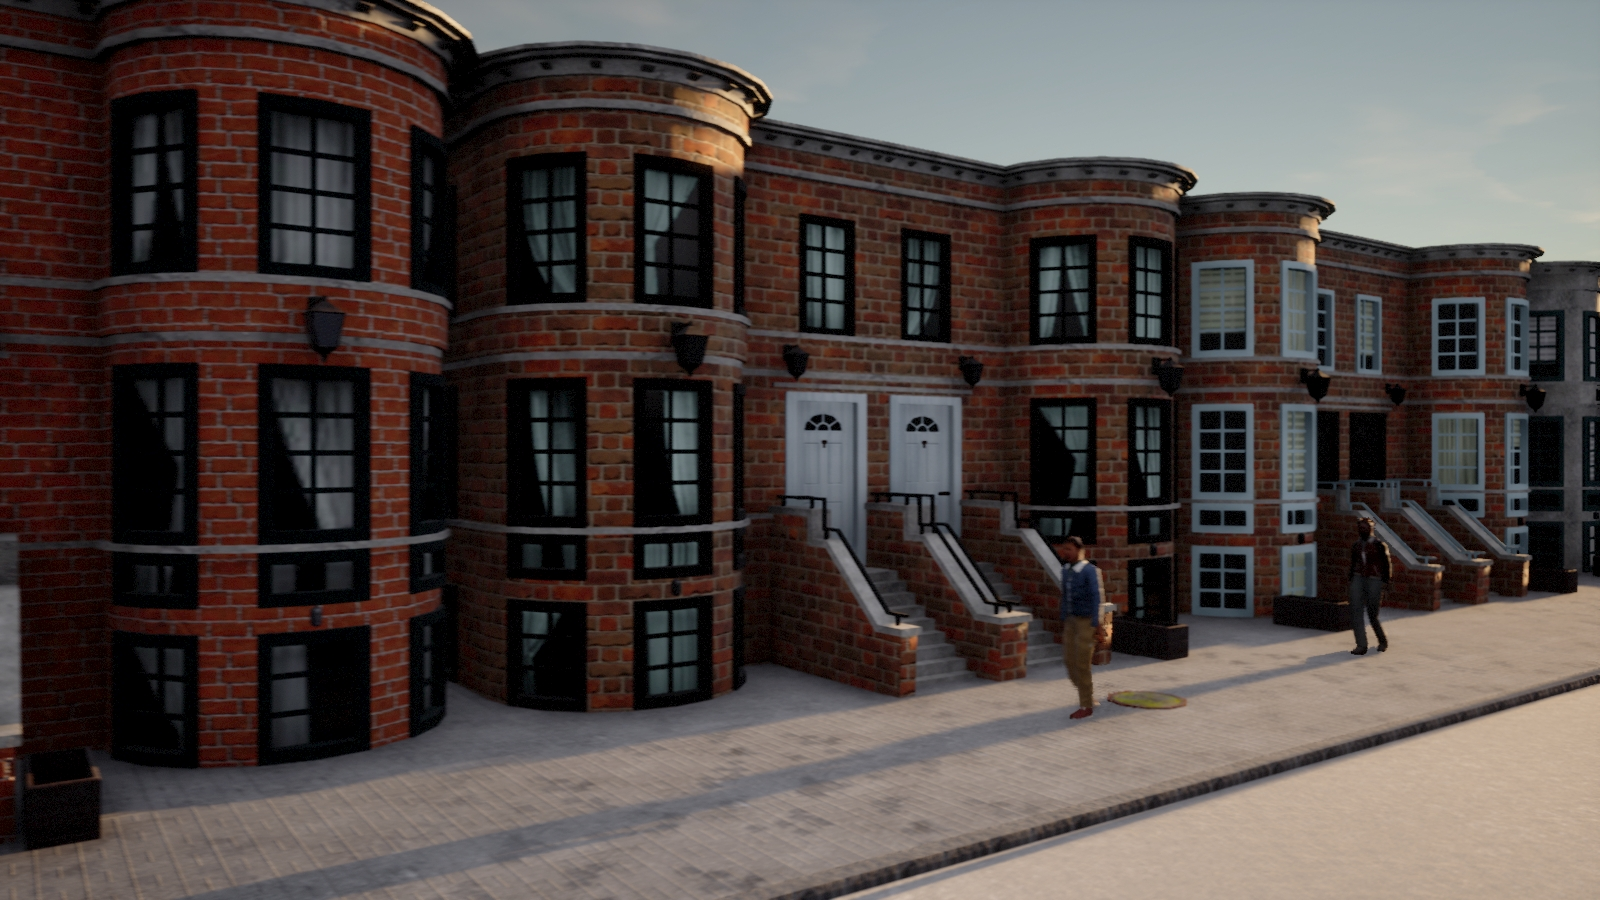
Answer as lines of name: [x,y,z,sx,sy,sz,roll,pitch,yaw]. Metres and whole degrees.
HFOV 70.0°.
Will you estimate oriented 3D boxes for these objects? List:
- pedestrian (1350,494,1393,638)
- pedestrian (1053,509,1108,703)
pedestrian: [7.577,1.527,15.160,0.375,1.860,0.375,0,0,-35]
pedestrian: [2.785,1.524,11.341,0.375,1.860,0.375,0,0,-25]
